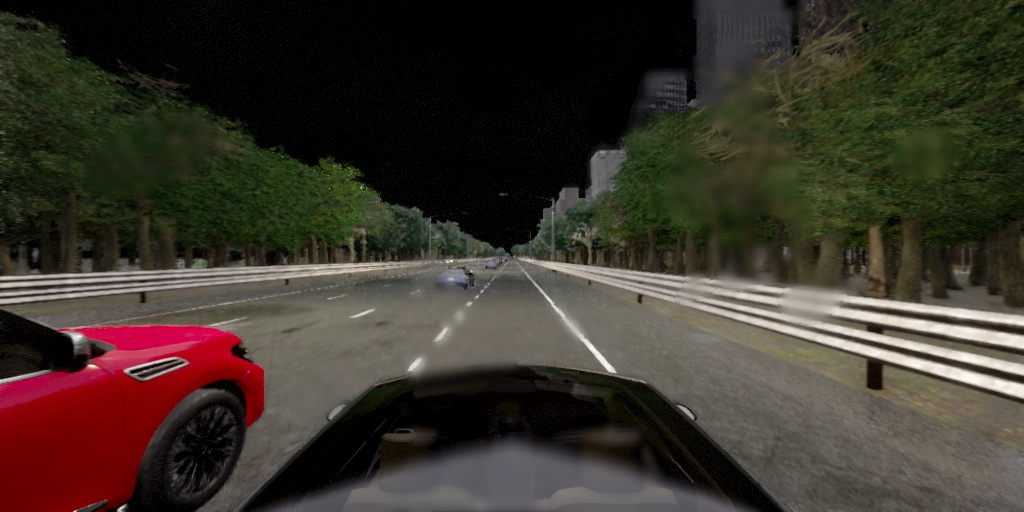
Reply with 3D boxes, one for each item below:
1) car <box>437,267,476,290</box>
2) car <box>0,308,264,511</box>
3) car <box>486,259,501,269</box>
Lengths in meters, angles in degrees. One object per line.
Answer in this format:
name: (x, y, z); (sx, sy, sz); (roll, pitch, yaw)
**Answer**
car: (-3.502, 1.395, 23.076); (1.994, 1.385, 4.181); (0, 0, 0)
car: (-3.501, 0.969, 1.125); (2.150, 2.045, 5.566); (0, 0, 0)
car: (-3.505, 1.571, 62.211); (1.994, 1.385, 4.181); (0, 0, 0)
